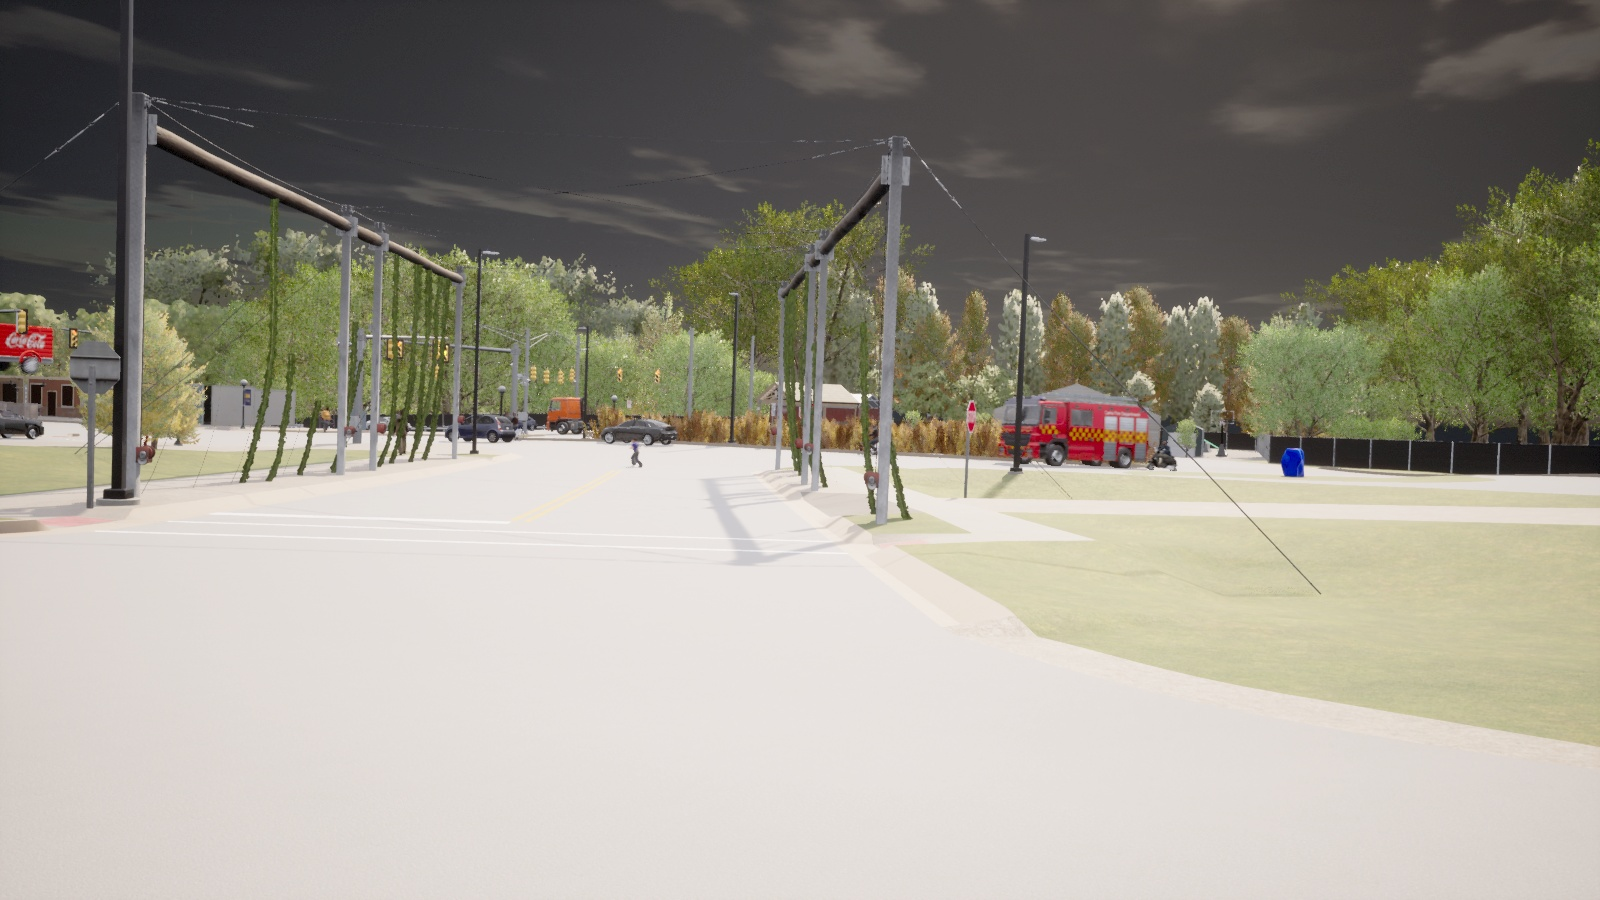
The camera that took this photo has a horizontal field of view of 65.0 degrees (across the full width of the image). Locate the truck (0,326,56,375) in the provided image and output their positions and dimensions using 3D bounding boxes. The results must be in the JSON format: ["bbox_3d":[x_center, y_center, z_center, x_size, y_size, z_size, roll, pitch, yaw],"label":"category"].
[{"bbox_3d":[-43.550,-5.457,67.814,2.627,2.467,5.204,5,3,21],"label":"truck"}]

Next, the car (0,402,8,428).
[{"bbox_3d":[-53.716,-2.291,80.732,5.027,1.651,2.152,2,2,21],"label":"car"}]

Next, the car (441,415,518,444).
[{"bbox_3d":[-18.545,-1.213,72.722,3.988,1.617,1.851,1,2,20],"label":"car"}]

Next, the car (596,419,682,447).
[{"bbox_3d":[-9.368,-1.017,72.964,4.892,1.490,1.837,2,3,31],"label":"car"}]

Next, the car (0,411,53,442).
[{"bbox_3d":[-39.781,-1.178,61.959,2.128,1.511,4.902,2,1,16],"label":"car"}]

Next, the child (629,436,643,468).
[{"bbox_3d":[-6.624,0.076,50.697,0.437,1.263,0.270,2,2,7],"label":"child"}]

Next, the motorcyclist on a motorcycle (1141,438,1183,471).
[{"bbox_3d":[18.792,0.239,65.142,1.817,1.590,0.866,3,2,-17],"label":"motorcyclist on a motorcycle"}]

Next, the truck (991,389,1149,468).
[{"bbox_3d":[14.328,-1.097,66.409,8.468,3.827,2.891,2,1,-33],"label":"truck"}]
